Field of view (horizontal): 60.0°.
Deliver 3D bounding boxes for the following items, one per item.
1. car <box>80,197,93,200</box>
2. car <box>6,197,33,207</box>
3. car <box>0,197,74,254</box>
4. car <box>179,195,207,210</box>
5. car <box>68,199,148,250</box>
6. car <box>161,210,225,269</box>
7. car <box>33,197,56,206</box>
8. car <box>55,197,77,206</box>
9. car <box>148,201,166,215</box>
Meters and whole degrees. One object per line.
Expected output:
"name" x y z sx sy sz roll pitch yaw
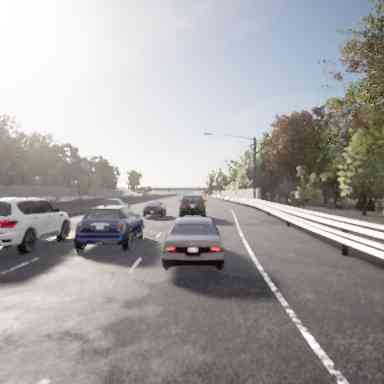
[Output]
"car" -17.543 1.541 55.984 1.882 1.535 5.008 0 0 0
"car" -28.038 1.537 54.231 1.882 1.535 5.008 0 0 0
"car" -6.933 1.230 13.652 2.150 2.045 5.566 0 0 0
"car" 0.072 1.245 28.769 2.150 2.045 5.566 0 0 0
"car" -3.426 1.359 14.550 2.097 1.767 4.553 0 0 0
"car" 0.049 1.553 11.160 2.033 1.411 5.357 0 0 1
"car" -24.536 1.588 55.558 1.812 1.442 4.674 0 0 0
"car" -21.038 1.588 55.692 1.812 1.442 4.674 0 0 0
"car" -3.418 1.549 30.854 1.812 1.442 4.674 0 0 0
